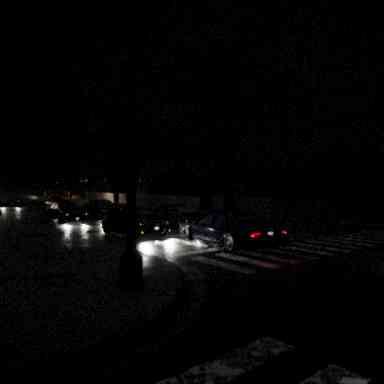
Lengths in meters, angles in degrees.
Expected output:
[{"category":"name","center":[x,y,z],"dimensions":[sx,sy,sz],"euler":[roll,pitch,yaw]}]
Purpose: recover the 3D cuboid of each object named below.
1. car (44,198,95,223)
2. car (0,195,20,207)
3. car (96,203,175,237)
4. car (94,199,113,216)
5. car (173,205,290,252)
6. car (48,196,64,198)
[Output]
[{"category":"car","center":[-9.439,1.400,24.726],"dimensions":[2.033,1.411,5.357],"euler":[0,0,-38]},{"category":"car","center":[-23.261,1.115,42.282],"dimensions":[1.812,1.442,4.674],"euler":[0,0,-38]},{"category":"car","center":[-2.805,1.434,16.359],"dimensions":[1.994,1.385,4.181],"euler":[0,0,-38]},{"category":"car","center":[-7.470,1.334,27.478],"dimensions":[1.882,1.535,5.008],"euler":[0,0,-38]},{"category":"car","center":[1.431,1.434,13.314],"dimensions":[2.033,1.411,5.357],"euler":[0,0,-29]},{"category":"car","center":[-15.086,1.233,37.107],"dimensions":[1.837,1.490,4.892],"euler":[0,1,-38]}]
